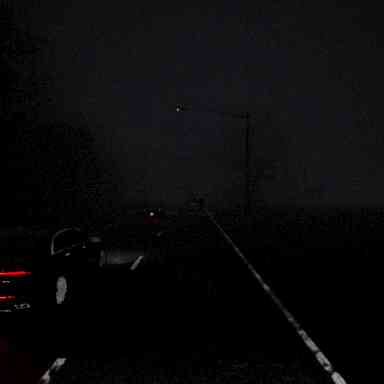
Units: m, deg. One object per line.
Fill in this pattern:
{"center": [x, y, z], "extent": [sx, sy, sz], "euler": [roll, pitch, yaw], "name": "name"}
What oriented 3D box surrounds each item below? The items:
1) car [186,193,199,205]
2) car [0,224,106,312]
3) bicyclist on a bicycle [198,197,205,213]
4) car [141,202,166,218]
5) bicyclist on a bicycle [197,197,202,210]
{"center": [0.087, 1.212, 58.379], "extent": [2.150, 2.045, 5.566], "euler": [0, 0, 0], "name": "car"}
{"center": [-3.400, 1.504, 7.716], "extent": [1.837, 1.490, 4.892], "euler": [0, 0, 0], "name": "car"}
{"center": [0.970, 1.365, 32.543], "extent": [0.659, 1.776, 1.843], "euler": [0, 0, 0], "name": "bicyclist on a bicycle"}
{"center": [-3.398, 1.596, 30.486], "extent": [1.895, 1.301, 4.718], "euler": [0, 0, 0], "name": "car"}
{"center": [0.970, 1.446, 41.336], "extent": [0.582, 1.620, 1.656], "euler": [0, 0, 0], "name": "bicyclist on a bicycle"}
